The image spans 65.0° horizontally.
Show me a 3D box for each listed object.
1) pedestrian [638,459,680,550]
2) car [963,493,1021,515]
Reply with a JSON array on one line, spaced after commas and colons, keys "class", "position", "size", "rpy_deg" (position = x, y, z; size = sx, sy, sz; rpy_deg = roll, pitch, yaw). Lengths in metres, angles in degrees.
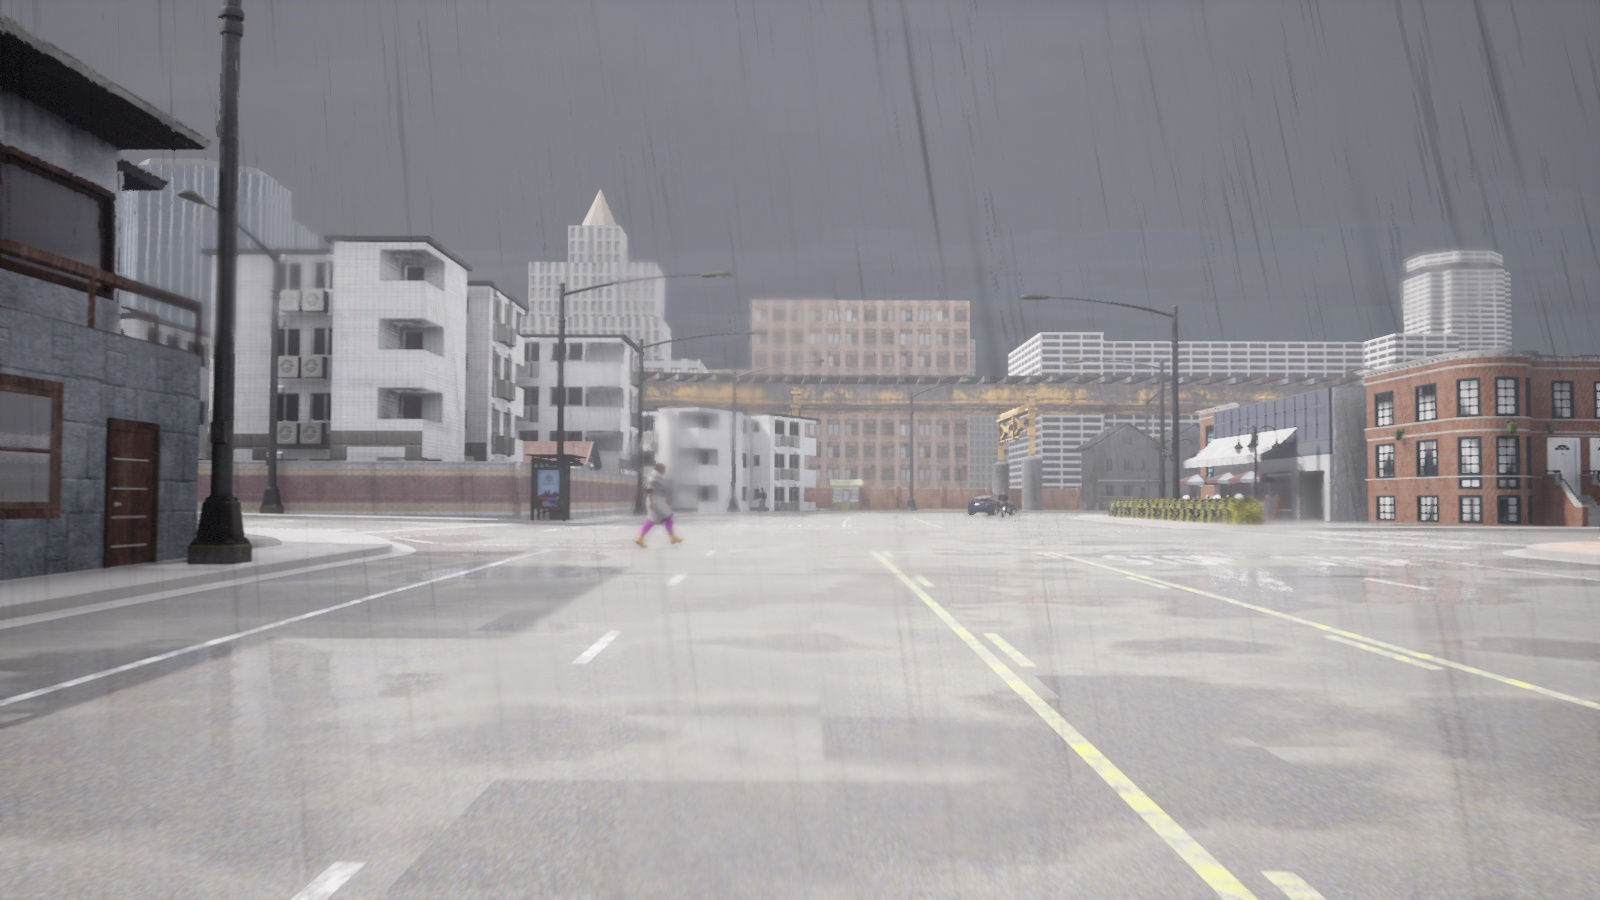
[{"class": "pedestrian", "position": [-3.063, 1.190, 27.397], "size": [0.873, 1.952, 0.659], "rpy_deg": [0, -2, -4]}, {"class": "car", "position": [13.557, 3.763, 88.296], "size": [2.163, 1.488, 4.792], "rpy_deg": [-2, -3, 34]}]
